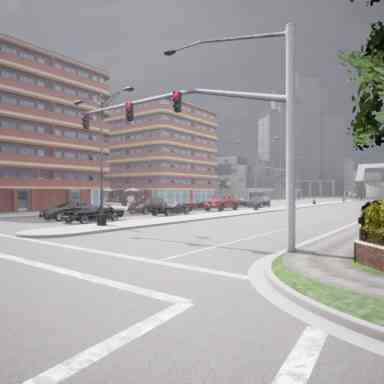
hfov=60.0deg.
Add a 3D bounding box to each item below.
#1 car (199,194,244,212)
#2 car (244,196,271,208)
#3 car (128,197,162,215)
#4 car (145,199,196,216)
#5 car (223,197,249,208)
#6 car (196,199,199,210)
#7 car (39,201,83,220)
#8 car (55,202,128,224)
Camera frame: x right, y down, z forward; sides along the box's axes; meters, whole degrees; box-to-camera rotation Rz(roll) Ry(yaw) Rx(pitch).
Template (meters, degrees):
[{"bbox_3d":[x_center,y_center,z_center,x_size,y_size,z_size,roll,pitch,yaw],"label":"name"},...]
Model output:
[{"bbox_3d":[3.613,1.221,39.950,2.150,2.045,5.566,0,0,36],"label":"car"},{"bbox_3d":[9.667,1.352,48.214,2.097,1.767,4.553,0,0,36],"label":"car"},{"bbox_3d":[-4.574,1.352,34.656,2.097,1.767,4.553,0,0,35],"label":"car"},{"bbox_3d":[-1.964,1.599,32.306,1.895,1.301,4.718,0,0,36],"label":"car"},{"bbox_3d":[6.734,1.526,50.131,1.812,1.442,4.674,0,0,36],"label":"car"},{"bbox_3d":[0.681,1.601,41.872,1.895,1.301,4.718,0,0,36],"label":"car"},{"bbox_3d":[-9.979,1.505,27.245,1.837,1.490,4.892,0,0,36],"label":"car"},{"bbox_3d":[-7.376,1.601,24.910,1.895,1.301,4.718,0,0,33],"label":"car"}]
